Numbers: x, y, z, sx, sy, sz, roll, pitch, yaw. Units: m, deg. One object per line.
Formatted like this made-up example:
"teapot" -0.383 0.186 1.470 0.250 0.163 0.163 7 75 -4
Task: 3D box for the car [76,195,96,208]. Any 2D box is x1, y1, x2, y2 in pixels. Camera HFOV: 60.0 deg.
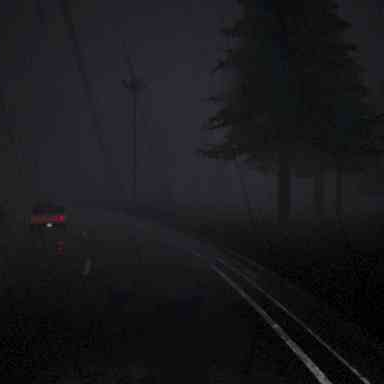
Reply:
"car" -12.803 1.122 40.187 1.812 1.442 4.674 0 1 -24

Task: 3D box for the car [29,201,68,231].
"car" -8.379 1.409 19.364 1.895 1.301 4.718 0 1 -25

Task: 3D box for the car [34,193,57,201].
"car" -15.974 1.123 35.980 1.882 1.535 5.008 0 1 -24

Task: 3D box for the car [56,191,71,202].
"car" -22.518 1.019 58.576 1.895 1.301 4.718 0 1 -24

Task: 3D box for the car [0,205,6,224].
"car" -13.433 1.316 21.807 1.812 1.442 4.674 0 1 -24
